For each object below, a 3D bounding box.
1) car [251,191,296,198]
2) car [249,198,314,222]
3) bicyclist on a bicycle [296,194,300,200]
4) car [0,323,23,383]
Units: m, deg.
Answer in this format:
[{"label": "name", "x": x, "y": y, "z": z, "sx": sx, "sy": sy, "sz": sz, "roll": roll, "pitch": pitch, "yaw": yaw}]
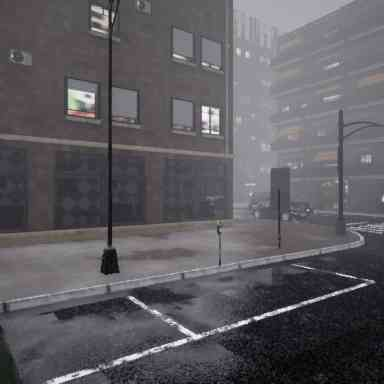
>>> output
[{"label": "car", "x": 7.135, "y": 0.988, "z": 27.301, "sx": 2.150, "sy": 2.045, "sz": 5.566, "roll": 0, "pitch": 1, "yaw": -36}, {"label": "car", "x": 6.227, "y": 1.342, "z": 24.159, "sx": 2.008, "sy": 1.369, "sz": 4.403, "roll": 1, "pitch": 0, "yaw": -36}, {"label": "bicyclist on a bicycle", "x": 11.485, "y": 1.011, "z": 36.175, "sx": 1.656, "sy": 1.620, "sz": 0.582, "roll": 0, "pitch": 1, "yaw": -36}, {"label": "car", "x": -3.034, "y": 1.352, "z": 1.218, "sx": 4.553, "sy": 1.767, "sz": 2.097, "roll": 0, "pitch": 0, "yaw": -35}]
